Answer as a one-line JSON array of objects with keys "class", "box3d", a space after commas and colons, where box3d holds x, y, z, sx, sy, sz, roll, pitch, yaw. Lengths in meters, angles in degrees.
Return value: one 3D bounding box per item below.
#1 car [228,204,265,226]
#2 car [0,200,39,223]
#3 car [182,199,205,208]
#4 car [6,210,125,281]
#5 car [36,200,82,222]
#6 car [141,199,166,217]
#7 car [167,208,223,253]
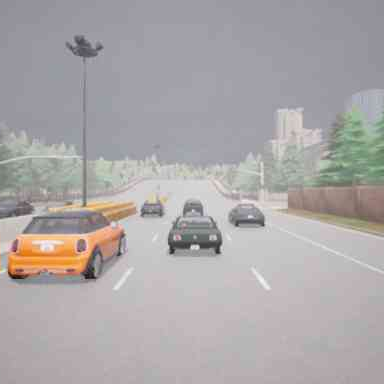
[{"class": "car", "box3d": [3.603, 1.486, 22.436, 1.994, 1.385, 4.181, 0, 0, 0]}, {"class": "car", "box3d": [-14.004, 1.419, 25.917, 1.837, 1.490, 4.892, 0, 0, 0]}, {"class": "car", "box3d": [0.104, 1.395, 30.634, 1.837, 1.490, 4.892, 0, -1, 0]}, {"class": "car", "box3d": [-3.399, 1.318, 9.942, 2.097, 1.767, 4.553, 0, 0, 0]}, {"class": "car", "box3d": [-10.497, 1.441, 26.712, 1.812, 1.442, 4.674, 0, 0, 0]}, {"class": "car", "box3d": [-3.397, 1.388, 29.746, 2.128, 1.511, 4.902, 0, 0, 0]}, {"class": "car", "box3d": [0.102, 1.555, 13.349, 1.895, 1.301, 4.718, 0, 0, 0]}]
